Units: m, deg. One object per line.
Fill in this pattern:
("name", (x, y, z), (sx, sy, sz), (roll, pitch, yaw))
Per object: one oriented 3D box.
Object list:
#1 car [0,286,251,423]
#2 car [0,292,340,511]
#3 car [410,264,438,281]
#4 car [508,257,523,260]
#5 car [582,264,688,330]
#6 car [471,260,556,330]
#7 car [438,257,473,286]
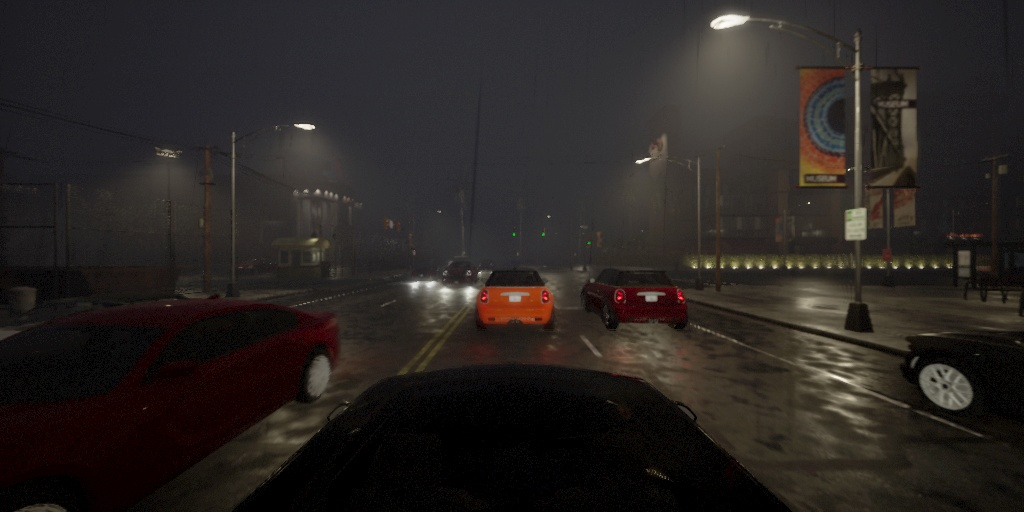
("car", (-7.101, 1.354, 6.079), (1.895, 1.301, 4.718), (0, 0, 0))
("car", (-3.601, 1.229, 3.523), (1.882, 1.535, 5.008), (0, 0, 0))
("car", (-7.087, 1.337, 30.151), (1.994, 1.385, 4.181), (0, 0, 0))
("car", (-0.148, 1.278, 64.017), (1.882, 1.535, 5.008), (0, 0, 22))
("car", (3.588, 1.110, 11.336), (2.097, 1.767, 4.553), (0, 0, 0))
("car", (0.087, 1.110, 11.299), (2.097, 1.767, 4.553), (0, 0, 0))
("car", (-3.596, 1.121, 25.422), (2.097, 1.767, 4.553), (0, 0, 0))
